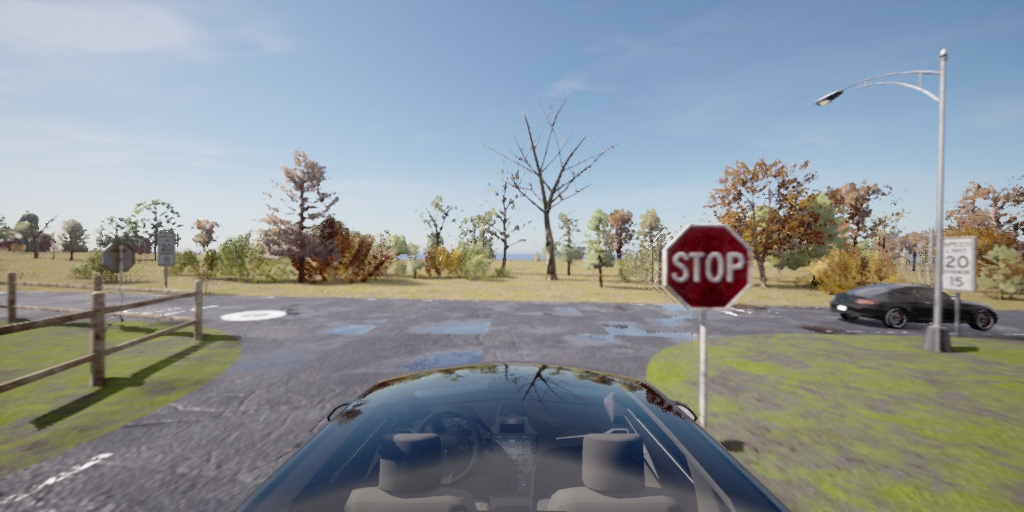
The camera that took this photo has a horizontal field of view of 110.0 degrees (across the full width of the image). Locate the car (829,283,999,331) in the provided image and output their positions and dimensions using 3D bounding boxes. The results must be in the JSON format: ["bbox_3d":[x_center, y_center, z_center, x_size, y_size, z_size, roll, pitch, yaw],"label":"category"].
[{"bbox_3d":[13.915,1.706,12.618,4.674,1.442,1.812,1,0,0],"label":"car"}]
